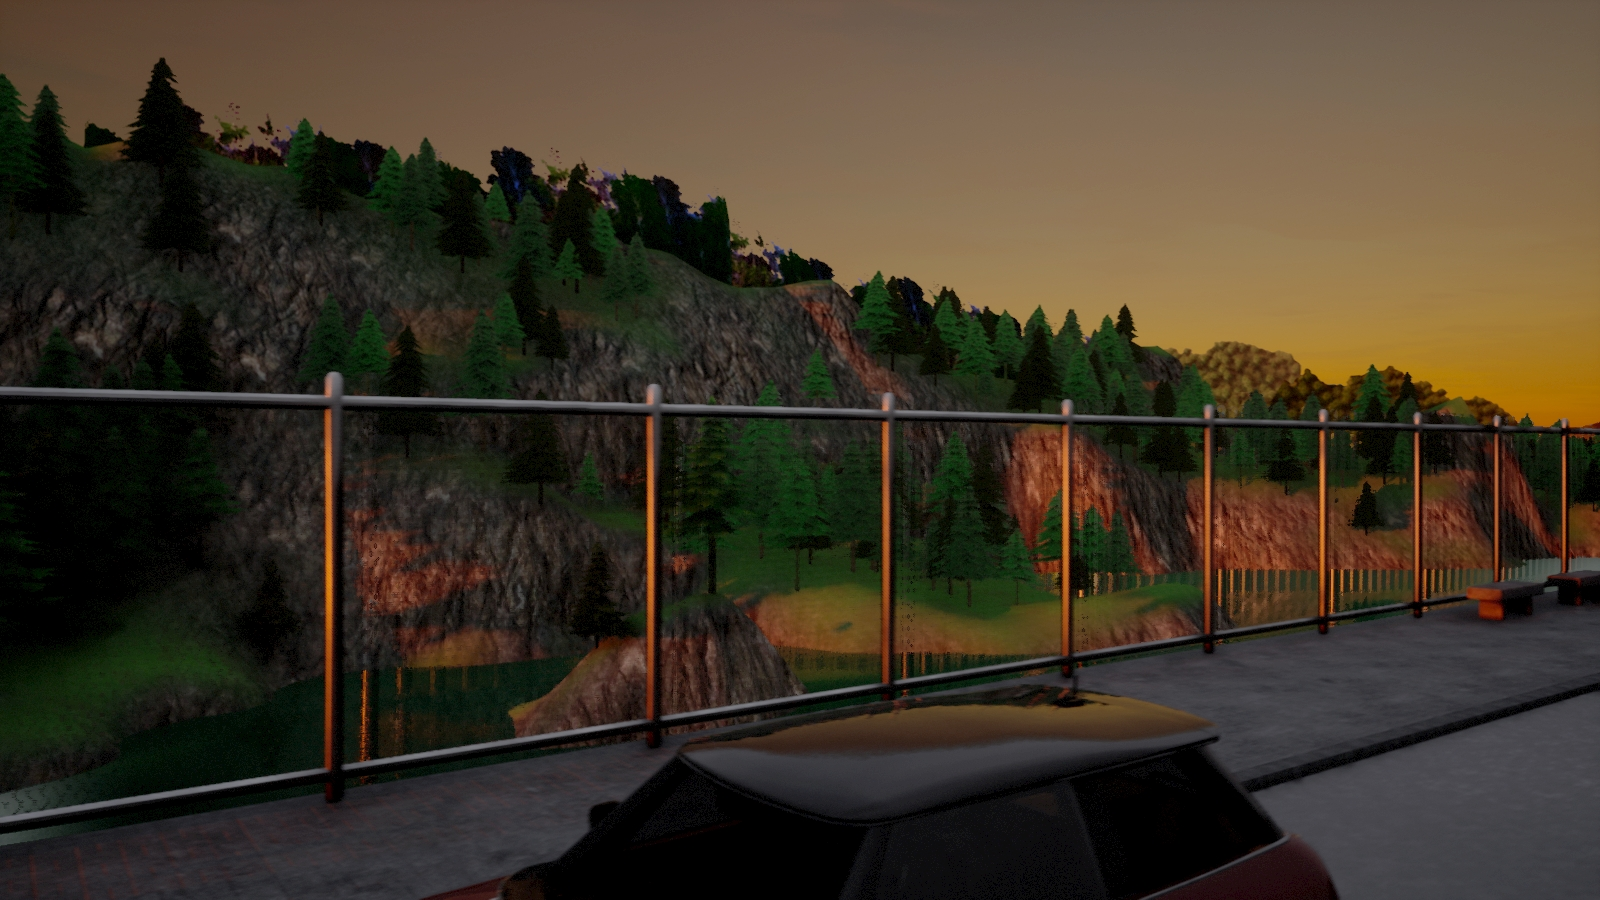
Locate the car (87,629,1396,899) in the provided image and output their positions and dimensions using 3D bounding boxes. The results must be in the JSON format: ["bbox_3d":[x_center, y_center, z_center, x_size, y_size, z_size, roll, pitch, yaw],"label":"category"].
[{"bbox_3d":[0.047,1.905,4.341,4.553,1.767,2.097,0,0,-36],"label":"car"}]
